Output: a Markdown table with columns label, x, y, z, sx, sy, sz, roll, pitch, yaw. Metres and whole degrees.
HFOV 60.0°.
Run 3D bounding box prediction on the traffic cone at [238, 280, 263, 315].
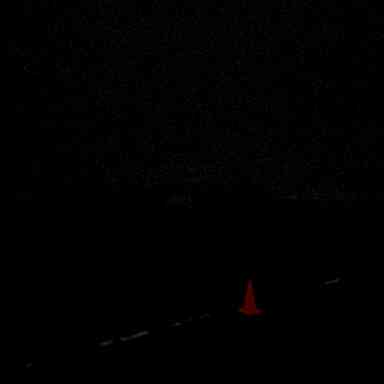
| label | x | y | z | sx | sy | sz | roll | pitch | yaw |
| --- | --- | --- | --- | --- | --- | --- | --- | --- | --- |
| traffic cone | 1.100 | 1.953 | 6.279 | 0.340 | 0.580 | 0.340 | 0 | 0 | -35 |
